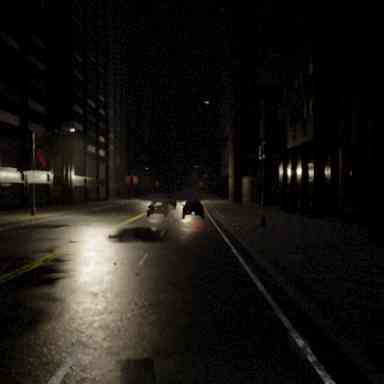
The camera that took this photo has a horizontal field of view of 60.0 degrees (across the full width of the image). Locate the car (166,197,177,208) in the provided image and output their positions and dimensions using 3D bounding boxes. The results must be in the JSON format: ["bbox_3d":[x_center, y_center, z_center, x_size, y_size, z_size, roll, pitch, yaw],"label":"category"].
[{"bbox_3d":[-3.154,1.478,48.012,2.128,1.511,4.902,0,0,0],"label":"car"}]

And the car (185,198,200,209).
[{"bbox_3d":[0.096,1.535,47.273,2.033,1.411,5.357,0,0,0],"label":"car"}]

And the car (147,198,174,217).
[{"bbox_3d":[-3.152,1.546,31.651,2.033,1.411,5.357,0,0,0],"label":"car"}]

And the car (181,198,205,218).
[{"bbox_3d":[0.097,1.504,29.891,1.837,1.490,4.892,0,0,0],"label":"car"}]
